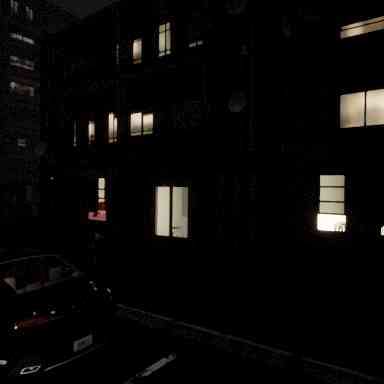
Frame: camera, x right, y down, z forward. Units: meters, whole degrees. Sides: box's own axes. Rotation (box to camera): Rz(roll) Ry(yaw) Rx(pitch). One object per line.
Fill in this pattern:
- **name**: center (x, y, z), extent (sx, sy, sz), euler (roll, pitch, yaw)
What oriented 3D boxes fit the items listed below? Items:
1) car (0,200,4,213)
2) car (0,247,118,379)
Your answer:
- **car**: center (-23.258, 1.620, 36.177), extent (2.008, 1.369, 4.403), euler (1, 0, 36)
- **car**: center (-3.065, 1.549, 5.200), extent (4.403, 1.369, 2.008), euler (0, 1, 35)
